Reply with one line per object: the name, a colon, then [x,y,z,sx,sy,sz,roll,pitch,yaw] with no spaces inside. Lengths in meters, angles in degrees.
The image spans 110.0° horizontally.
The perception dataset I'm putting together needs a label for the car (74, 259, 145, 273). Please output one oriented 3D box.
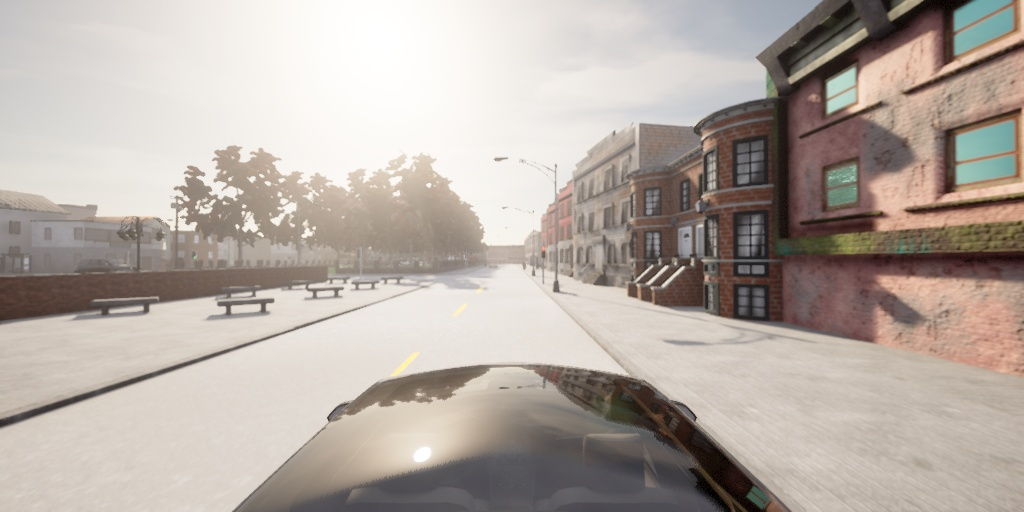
car: [-40.992,1.309,36.596,5.566,2.045,2.150,0,-1,0]
